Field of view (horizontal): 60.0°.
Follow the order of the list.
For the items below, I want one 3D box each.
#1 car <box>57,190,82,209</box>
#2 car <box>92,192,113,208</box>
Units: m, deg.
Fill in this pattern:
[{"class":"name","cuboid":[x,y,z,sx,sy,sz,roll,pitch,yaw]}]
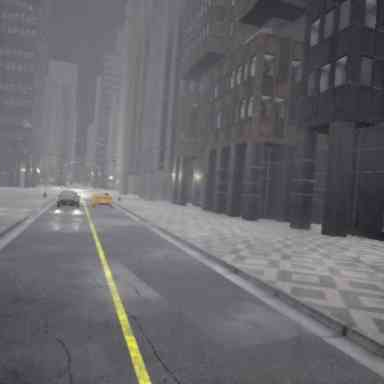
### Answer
[{"class":"car","cuboid":[-11.147,0.613,30.224,1.882,1.535,5.008,4,0,-19]},{"class":"car","cuboid":[-9.358,0.716,34.524,1.882,1.535,5.008,4,0,-19]}]
